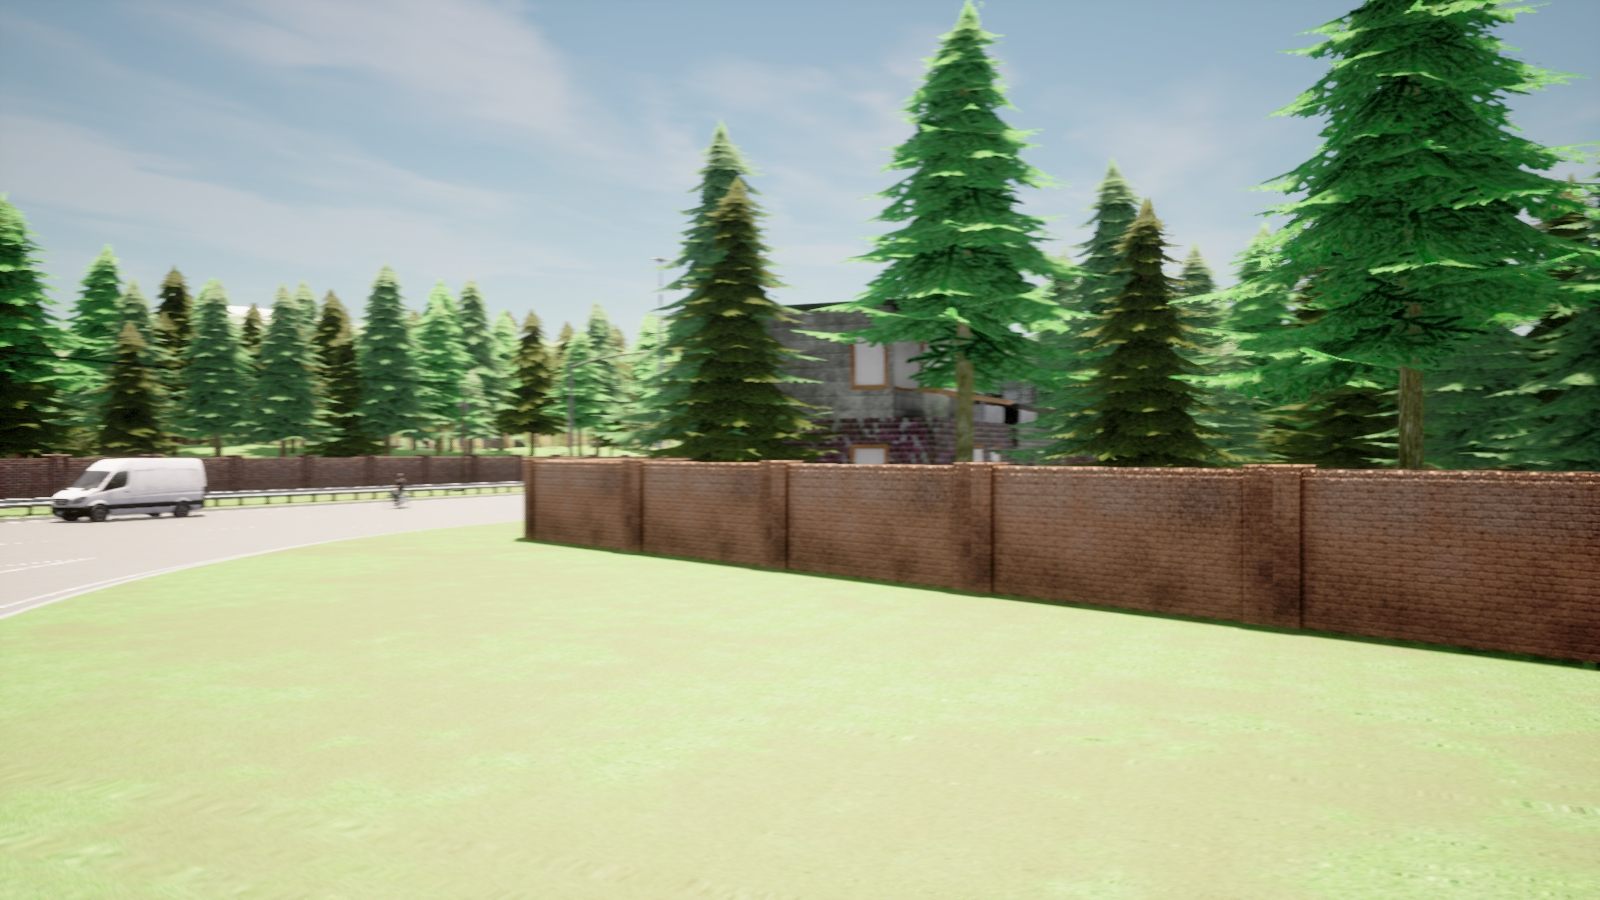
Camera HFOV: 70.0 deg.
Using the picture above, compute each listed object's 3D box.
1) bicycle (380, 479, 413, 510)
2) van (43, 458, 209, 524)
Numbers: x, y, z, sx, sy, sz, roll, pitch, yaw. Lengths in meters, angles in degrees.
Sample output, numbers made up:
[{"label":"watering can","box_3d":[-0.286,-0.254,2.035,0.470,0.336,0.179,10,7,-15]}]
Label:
[{"label":"bicycle","box_3d":[-20.102,2.205,56.927,0.329,1.471,1.835,0,0,25]},{"label":"van","box_3d":[-28.078,1.646,47.882,1.988,2.561,5.915,0,0,25]}]
